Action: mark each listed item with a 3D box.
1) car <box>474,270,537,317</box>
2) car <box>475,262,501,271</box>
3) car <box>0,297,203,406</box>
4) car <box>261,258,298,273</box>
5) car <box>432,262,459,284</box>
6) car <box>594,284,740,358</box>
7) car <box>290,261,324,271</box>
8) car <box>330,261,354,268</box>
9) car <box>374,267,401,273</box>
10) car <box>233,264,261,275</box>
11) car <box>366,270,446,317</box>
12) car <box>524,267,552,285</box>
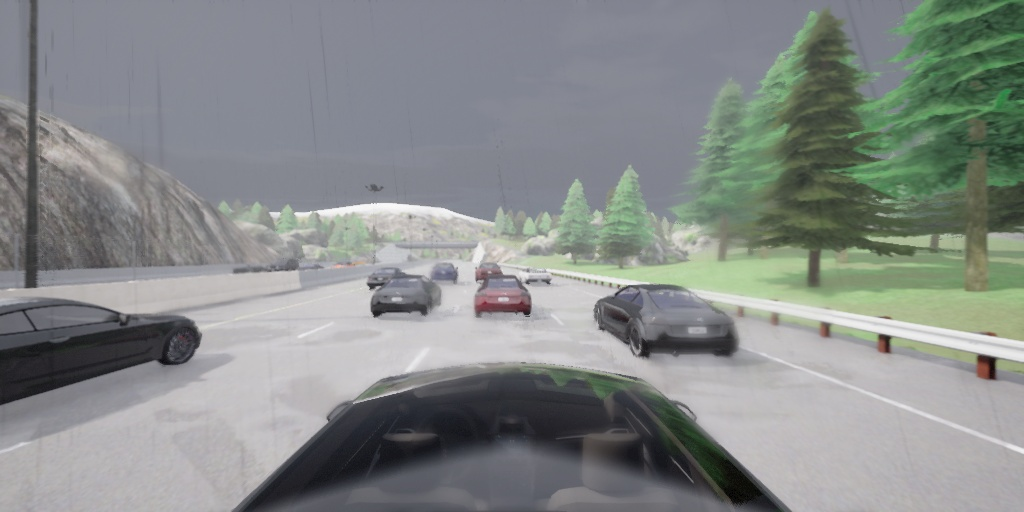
[{"bbox_3d":[-0.394,1.401,13.738,1.994,1.385,4.181,0,0,-3],"label":"car"},{"bbox_3d":[-1.993,1.306,29.646,2.097,1.767,4.553,0,0,-8],"label":"car"},{"bbox_3d":[-7.037,1.312,5.140,1.812,1.442,4.674,0,0,-1],"label":"car"},{"bbox_3d":[-29.459,1.340,46.319,2.150,2.045,5.566,0,0,-9],"label":"car"},{"bbox_3d":[-5.523,1.311,29.630,2.097,1.767,4.553,0,0,-8],"label":"car"},{"bbox_3d":[3.364,1.358,8.631,1.994,1.385,4.181,0,0,-2],"label":"car"},{"bbox_3d":[-25.896,1.659,46.171,2.033,1.411,5.357,0,0,-9],"label":"car"},{"bbox_3d":[-22.599,1.470,47.760,2.097,1.767,4.553,0,0,-9],"label":"car"},{"bbox_3d":[-8.340,1.474,24.400,2.033,1.411,5.357,0,0,-7],"label":"car"},{"bbox_3d":[-32.821,1.716,45.199,1.895,1.301,4.718,0,0,-9],"label":"car"},{"bbox_3d":[-3.906,1.407,13.822,1.994,1.385,4.181,0,0,-3],"label":"car"},{"bbox_3d":[1.734,1.539,28.377,1.895,1.301,4.718,0,0,-7],"label":"car"}]
